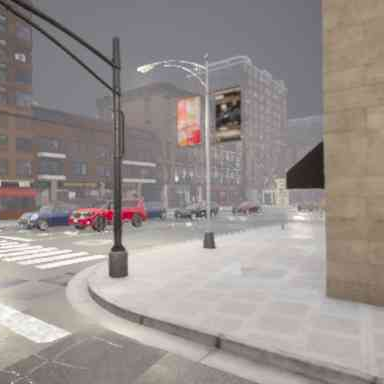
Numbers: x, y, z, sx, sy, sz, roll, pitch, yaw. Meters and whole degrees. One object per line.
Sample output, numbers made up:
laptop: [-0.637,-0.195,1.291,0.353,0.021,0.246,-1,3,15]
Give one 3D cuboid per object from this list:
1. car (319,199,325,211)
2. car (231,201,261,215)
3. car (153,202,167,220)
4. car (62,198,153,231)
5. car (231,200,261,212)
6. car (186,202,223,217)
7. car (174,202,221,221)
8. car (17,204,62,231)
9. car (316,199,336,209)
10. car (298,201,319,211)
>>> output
car: [19.573,1.712,45.967,2.097,1.767,4.553,-1,-1,36]
car: [6.432,1.851,39.168,1.882,1.535,5.008,-1,-1,36]
car: [-4.338,1.674,29.840,2.097,1.767,4.553,-1,-1,36]
car: [-5.531,1.447,22.652,2.150,2.045,5.566,-1,-1,36]
car: [7.640,1.953,46.338,2.128,1.511,4.902,-1,-1,36]
car: [1.506,1.899,37.909,1.837,1.490,4.892,-1,-1,36]
car: [0.332,1.779,30.746,1.882,1.535,5.008,-1,-1,36]
car: [-9.414,1.607,22.824,2.097,1.767,4.553,-1,-1,36]
car: [22.340,1.936,55.301,1.882,1.535,5.008,-1,-1,36]
car: [16.551,1.966,47.285,1.994,1.385,4.181,-1,-1,36]
